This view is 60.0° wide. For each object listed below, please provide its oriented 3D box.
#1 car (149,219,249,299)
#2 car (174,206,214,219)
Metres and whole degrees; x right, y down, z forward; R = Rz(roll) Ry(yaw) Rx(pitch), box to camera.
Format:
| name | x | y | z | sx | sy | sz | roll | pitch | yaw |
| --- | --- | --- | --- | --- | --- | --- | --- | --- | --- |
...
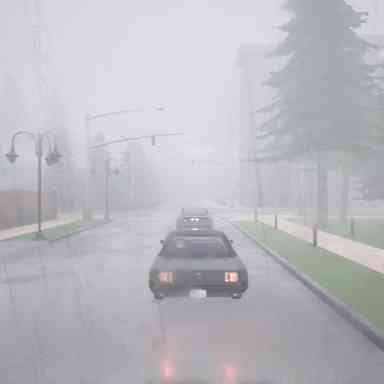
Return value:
| name | x | y | z | sx | sy | sz | roll | pitch | yaw |
| --- | --- | --- | --- | --- | --- | --- | --- | --- | --- |
| car | 0.119 | 1.601 | 8.388 | 1.895 | 1.301 | 4.718 | 0 | 0 | 0 |
| car | 0.131 | 1.505 | 17.650 | 1.837 | 1.490 | 4.892 | 0 | 0 | 0 |
